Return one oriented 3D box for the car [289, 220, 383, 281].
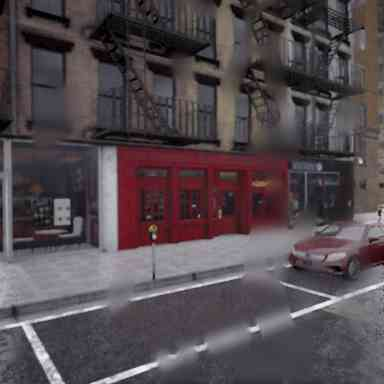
[{"bbox_3d":[4.559,1.479,9.423,4.206,1.307,1.802,-1,0,-35],"label":"car"}]
